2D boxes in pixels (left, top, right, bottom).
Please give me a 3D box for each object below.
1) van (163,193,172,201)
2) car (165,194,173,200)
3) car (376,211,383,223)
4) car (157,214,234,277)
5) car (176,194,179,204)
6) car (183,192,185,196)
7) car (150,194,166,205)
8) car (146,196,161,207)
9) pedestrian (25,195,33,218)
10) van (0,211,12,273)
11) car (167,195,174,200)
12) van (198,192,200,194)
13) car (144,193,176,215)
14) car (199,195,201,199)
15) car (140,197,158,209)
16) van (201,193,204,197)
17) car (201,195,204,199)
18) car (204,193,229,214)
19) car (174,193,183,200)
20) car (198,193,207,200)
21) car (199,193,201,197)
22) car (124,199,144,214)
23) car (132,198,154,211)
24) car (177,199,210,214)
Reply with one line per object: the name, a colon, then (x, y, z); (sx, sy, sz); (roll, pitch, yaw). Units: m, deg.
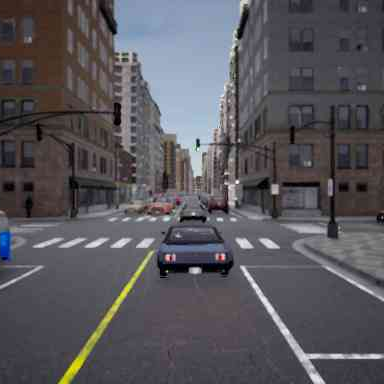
van: (-5.837, 1.167, 79.852); (1.690, 1.788, 3.998); (0, 0, 0)
car: (-5.837, 1.354, 85.507); (1.887, 1.381, 4.507); (0, 0, 0)
car: (14.651, 1.527, 22.111); (4.181, 1.385, 1.994); (0, 0, 1)
car: (-0.020, 1.598, 10.227); (1.895, 1.301, 4.718); (0, 0, -3)
car: (-3.078, 1.430, 42.407); (1.837, 1.490, 4.892); (0, 1, 0)
car: (-2.986, 1.225, 63.344); (2.097, 1.767, 4.553); (0, 0, 0)
car: (-5.843, 1.204, 57.232); (2.192, 1.841, 5.009); (0, 0, 0)
car: (-5.845, 1.429, 51.407); (1.752, 1.417, 4.829); (0, 0, 0)
pedestrian: (-12.546, 1.102, 25.564); (0.375, 1.860, 0.375); (0, 0, 1)
van: (-5.856, 1.341, 7.597); (1.690, 1.788, 3.998); (0, 0, 0)
car: (-5.836, 1.378, 91.162); (1.802, 1.307, 4.206); (0, 0, 0)
van: (2.687, 1.183, 74.178); (1.690, 1.788, 3.998); (0, 0, 0)
car: (-3.141, 1.301, 33.243); (2.097, 1.767, 4.553); (0, 0, 2)
car: (2.682, 1.471, 57.210); (1.802, 1.307, 4.206); (0, 0, 0)
car: (-5.846, 1.444, 45.752); (1.752, 1.417, 4.829); (0, 0, 0)
van: (2.681, 1.245, 51.553); (1.690, 1.788, 3.998); (0, 0, 0)
car: (2.680, 1.463, 45.896); (1.887, 1.381, 4.507); (0, 0, 0)
car: (2.678, 1.260, 34.583); (2.192, 1.841, 5.009); (0, 0, 0)
car: (-3.038, 1.121, 53.110); (2.150, 2.045, 5.566); (0, 0, 1)
car: (2.689, 1.124, 85.492); (2.192, 1.841, 5.009); (0, 0, 0)
car: (2.684, 1.398, 63.037); (1.752, 1.417, 4.829); (0, 0, 0)
car: (-5.849, 1.471, 34.443); (1.752, 1.417, 4.829); (0, 0, 0)
car: (-5.847, 1.498, 40.268); (1.947, 1.339, 4.313); (0, 0, 0)
car: (0.105, 1.524, 25.774); (1.994, 1.385, 4.181); (0, 0, 0)
